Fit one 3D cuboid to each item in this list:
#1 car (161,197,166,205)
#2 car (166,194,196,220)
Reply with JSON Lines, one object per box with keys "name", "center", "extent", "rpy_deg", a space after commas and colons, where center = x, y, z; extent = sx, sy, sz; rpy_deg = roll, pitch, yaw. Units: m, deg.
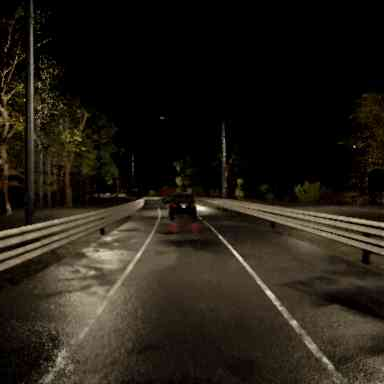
{"name": "car", "center": [-4.206, 1.519, 57.536], "extent": [2.033, 1.411, 5.357], "rpy_deg": [0, 0, -10]}
{"name": "car", "center": [-0.886, 1.222, 28.818], "extent": [2.150, 2.045, 5.566], "rpy_deg": [0, 0, -5]}
